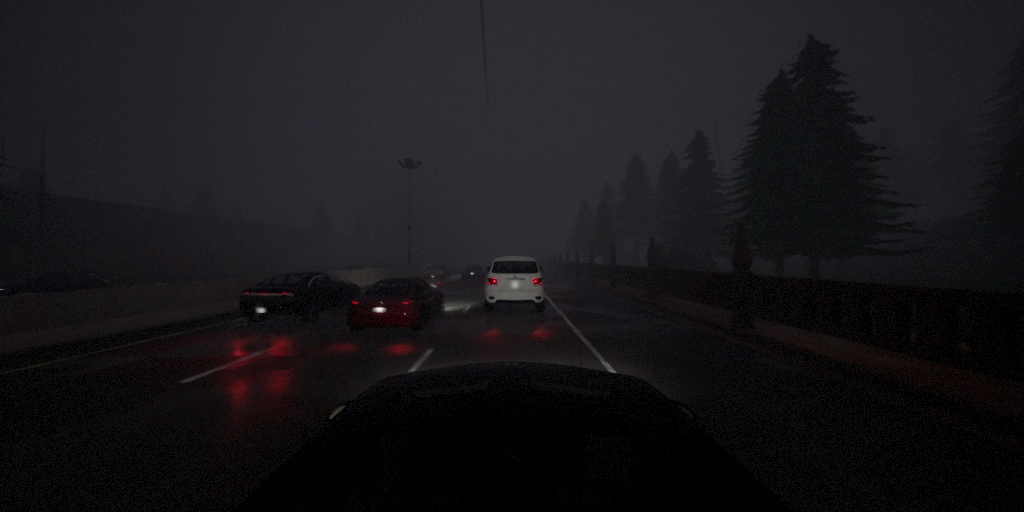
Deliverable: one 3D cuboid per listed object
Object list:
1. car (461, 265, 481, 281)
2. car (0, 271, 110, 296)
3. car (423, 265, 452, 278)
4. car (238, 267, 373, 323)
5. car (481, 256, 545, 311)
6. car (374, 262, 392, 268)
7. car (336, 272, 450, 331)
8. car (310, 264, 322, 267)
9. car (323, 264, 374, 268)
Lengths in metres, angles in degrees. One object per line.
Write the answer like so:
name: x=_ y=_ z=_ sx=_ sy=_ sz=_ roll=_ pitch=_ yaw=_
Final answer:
car: x=-3.385 y=1.464 z=32.494 sx=1.994 sy=1.385 sz=4.181 roll=0 pitch=0 yaw=0
car: x=-21.090 y=1.375 z=16.106 sx=1.994 sy=1.385 sz=4.181 roll=0 pitch=0 yaw=0
car: x=-6.884 y=1.504 z=33.514 sx=1.895 sy=1.301 sz=4.718 roll=0 pitch=0 yaw=0
car: x=-6.894 y=1.291 z=12.285 sx=2.128 sy=1.511 sz=4.902 roll=0 pitch=0 yaw=0
car: x=0.107 y=1.037 z=14.889 sx=2.150 sy=2.045 sz=5.566 roll=0 pitch=0 yaw=0
car: x=-20.995 y=1.621 z=57.615 sx=1.895 sy=1.301 sz=4.718 roll=0 pitch=0 yaw=1
car: x=-3.396 y=1.359 z=11.195 sx=1.994 sy=1.385 sz=4.181 roll=0 pitch=0 yaw=0
car: x=-17.573 y=1.458 z=32.747 sx=1.994 sy=1.385 sz=4.181 roll=0 pitch=0 yaw=0
car: x=-14.079 y=1.489 z=31.201 sx=1.895 sy=1.301 sz=4.718 roll=0 pitch=0 yaw=0
